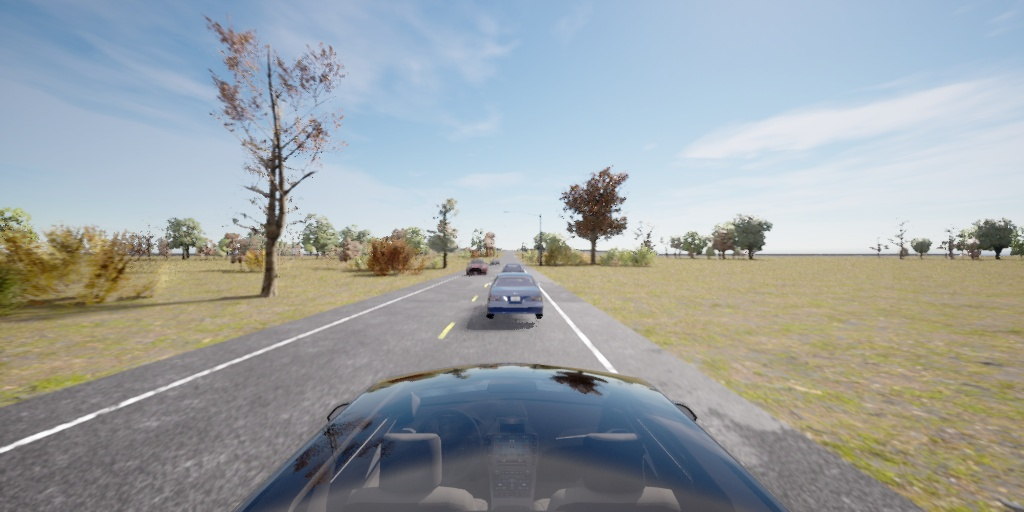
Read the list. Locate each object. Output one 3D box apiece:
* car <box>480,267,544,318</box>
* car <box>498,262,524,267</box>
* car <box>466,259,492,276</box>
[{"bbox_3d":[0.098,1.300,13.009,2.033,1.411,5.357,0,0,0],"label":"car"},{"bbox_3d":[0.096,1.318,30.992,1.994,1.385,4.181,0,0,0],"label":"car"},{"bbox_3d":[-3.595,1.106,37.636,2.097,1.767,4.553,0,0,0],"label":"car"}]
